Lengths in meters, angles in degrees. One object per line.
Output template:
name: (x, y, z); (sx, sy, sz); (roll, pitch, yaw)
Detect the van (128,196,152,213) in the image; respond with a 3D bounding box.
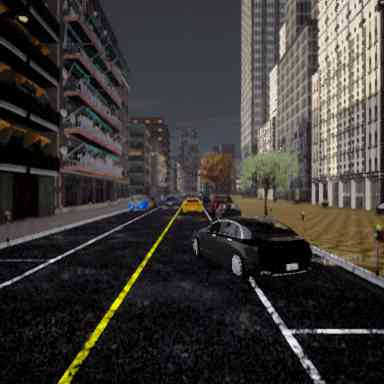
van: (-5.704, 1.266, 35.796); (1.690, 1.788, 3.998); (0, 0, 0)

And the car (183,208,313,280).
car: (1.496, 1.483, 10.060); (1.837, 1.490, 4.892); (-1, 1, -21)

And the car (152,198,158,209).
car: (-5.707, 1.441, 41.150); (1.752, 1.417, 4.829); (0, 0, 0)

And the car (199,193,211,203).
car: (2.660, 1.197, 68.937); (2.192, 1.841, 5.009); (0, 0, 0)

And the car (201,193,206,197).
car: (2.663, 1.453, 63.414); (1.947, 1.339, 4.313); (0, 0, 0)

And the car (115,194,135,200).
car: (-16.464, 1.210, 81.911); (4.403, 1.369, 2.008); (1, -1, -1)

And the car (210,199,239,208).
car: (2.682, 1.496, 24.754); (2.008, 1.369, 4.403); (0, 0, 0)

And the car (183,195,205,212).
car: (0.079, 1.405, 33.982); (1.882, 1.535, 5.008); (0, 0, 0)

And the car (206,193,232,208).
car: (2.679, 1.250, 30.278); (2.192, 1.841, 5.009); (0, 0, 0)

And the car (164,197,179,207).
car: (-3.078, 1.429, 49.453); (1.812, 1.442, 4.674); (0, 0, 0)

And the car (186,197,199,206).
car: (0.070, 1.501, 52.351); (1.895, 1.301, 4.718); (0, 0, 0)
